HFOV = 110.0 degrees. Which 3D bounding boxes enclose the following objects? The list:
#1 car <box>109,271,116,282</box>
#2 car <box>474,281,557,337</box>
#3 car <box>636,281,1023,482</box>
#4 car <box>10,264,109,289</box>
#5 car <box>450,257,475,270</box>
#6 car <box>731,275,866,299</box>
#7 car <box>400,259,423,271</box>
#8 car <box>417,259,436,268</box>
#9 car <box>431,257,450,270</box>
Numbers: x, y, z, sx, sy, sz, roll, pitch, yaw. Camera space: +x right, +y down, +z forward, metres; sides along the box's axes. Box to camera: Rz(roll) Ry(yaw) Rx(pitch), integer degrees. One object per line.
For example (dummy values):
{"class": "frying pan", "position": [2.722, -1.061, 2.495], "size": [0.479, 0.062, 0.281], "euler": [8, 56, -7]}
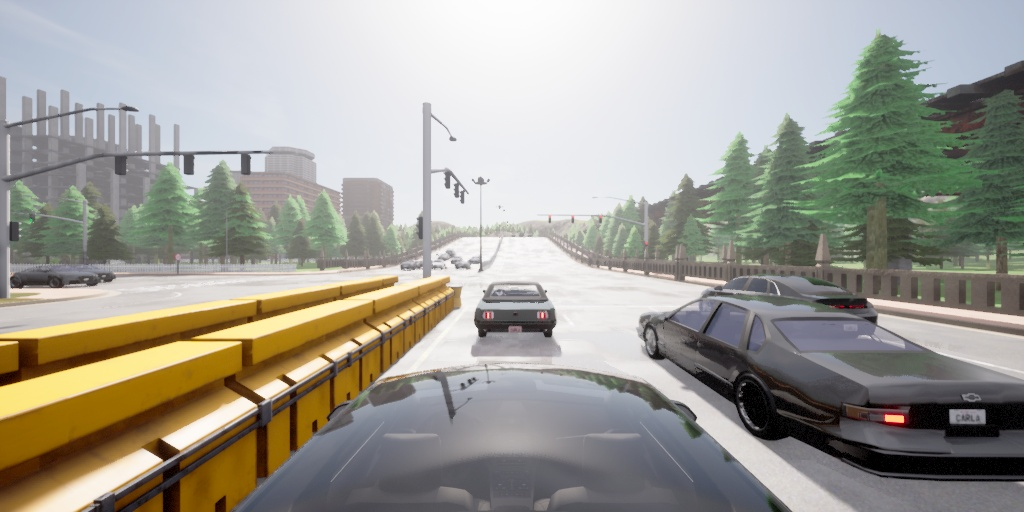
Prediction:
{"class": "car", "position": [-32.084, 1.308, 26.501], "size": [4.181, 1.385, 1.994], "euler": [0, 0, 2]}
{"class": "car", "position": [0.085, 1.349, 10.208], "size": [1.895, 1.301, 4.718], "euler": [0, 0, 0]}
{"class": "car", "position": [3.563, 1.297, 5.301], "size": [2.033, 1.411, 5.357], "euler": [0, 0, 0]}
{"class": "car", "position": [-29.081, 1.309, 22.888], "size": [4.181, 1.385, 1.994], "euler": [0, 0, 2]}
{"class": "car", "position": [-7.070, 1.222, 51.529], "size": [2.128, 1.511, 4.902], "euler": [0, 0, 0]}
{"class": "car", "position": [7.085, 1.253, 9.924], "size": [1.837, 1.490, 4.892], "euler": [0, 0, 0]}
{"class": "car", "position": [-14.097, 1.221, 49.809], "size": [2.128, 1.511, 4.902], "euler": [0, 1, 0]}
{"class": "car", "position": [-13.956, 1.190, 58.675], "size": [1.994, 1.385, 4.181], "euler": [0, 2, 2]}
{"class": "car", "position": [-10.572, 1.255, 51.172], "size": [1.812, 1.442, 4.674], "euler": [0, 0, 0]}
